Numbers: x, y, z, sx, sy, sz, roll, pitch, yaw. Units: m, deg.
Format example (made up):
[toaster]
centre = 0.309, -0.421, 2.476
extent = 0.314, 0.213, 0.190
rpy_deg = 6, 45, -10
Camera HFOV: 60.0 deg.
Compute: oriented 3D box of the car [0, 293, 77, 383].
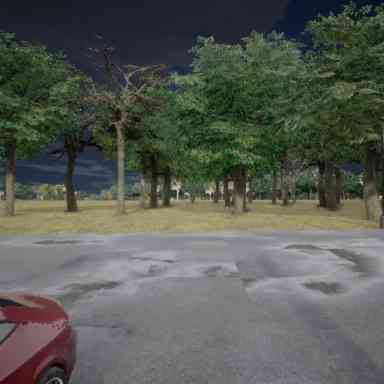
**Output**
[car]
centre = -2.331, 1.526, 1.752
extent = 1.812, 1.442, 4.674
rpy_deg = 0, 0, 9
